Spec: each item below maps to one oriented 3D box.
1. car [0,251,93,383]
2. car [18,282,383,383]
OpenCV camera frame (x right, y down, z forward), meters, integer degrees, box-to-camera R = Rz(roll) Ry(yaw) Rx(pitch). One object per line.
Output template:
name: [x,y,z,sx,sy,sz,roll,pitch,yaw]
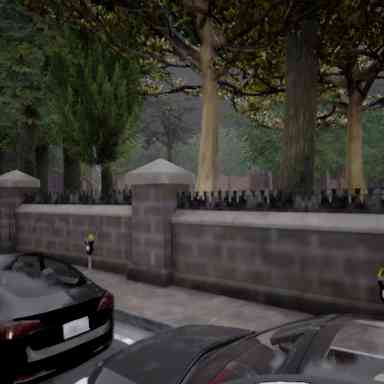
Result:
car: [-2.997,1.566,4.960,4.313,1.339,1.947,0,-1,36]
car: [1.070,1.549,2.071,4.403,1.369,2.008,0,-1,36]
